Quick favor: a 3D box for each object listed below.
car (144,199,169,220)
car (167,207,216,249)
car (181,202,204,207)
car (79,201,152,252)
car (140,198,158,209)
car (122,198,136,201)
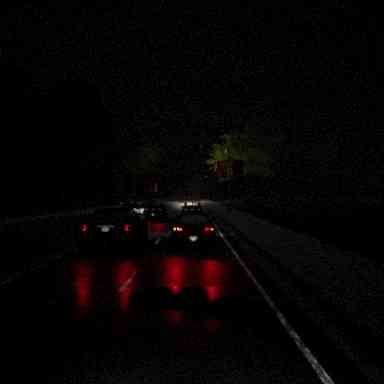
[{"bbox_3d":[-3.183,1.660,29.659,2.128,1.511,4.902,0,0,0],"label":"car"},{"bbox_3d":[0.070,1.611,14.948,1.812,1.442,4.674,0,-1,0],"label":"car"},{"bbox_3d":[0.059,1.660,29.698,2.128,1.511,4.902,0,0,0],"label":"car"},{"bbox_3d":[-3.184,1.432,14.405,2.097,1.767,4.553,0,0,0],"label":"car"},{"bbox_3d":[-6.586,1.792,51.418,2.128,1.511,4.902,0,0,0],"label":"car"},{"bbox_3d":[-9.827,1.658,51.936,2.097,1.767,4.553,0,0,0],"label":"car"}]
